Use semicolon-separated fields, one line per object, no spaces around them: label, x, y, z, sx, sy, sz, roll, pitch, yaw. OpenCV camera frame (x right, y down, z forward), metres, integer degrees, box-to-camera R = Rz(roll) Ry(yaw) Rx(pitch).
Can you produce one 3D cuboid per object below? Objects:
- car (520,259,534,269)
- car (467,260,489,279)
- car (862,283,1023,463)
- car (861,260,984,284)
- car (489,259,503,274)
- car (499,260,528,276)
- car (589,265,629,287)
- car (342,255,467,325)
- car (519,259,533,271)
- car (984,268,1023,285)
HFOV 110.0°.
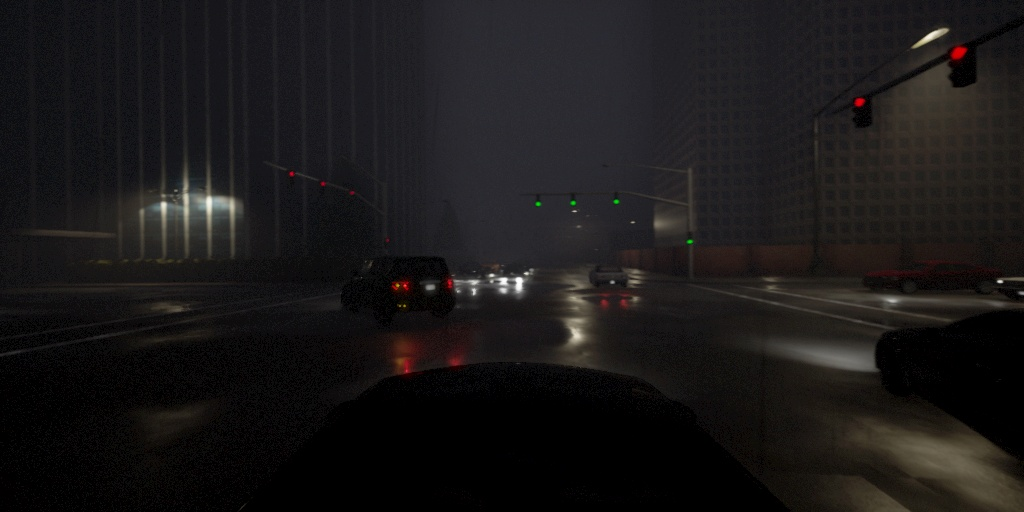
car;2.329;1.189;55.494;1.812;1.442;4.674;-1;0;6
car;-3.668;1.289;32.526;1.812;1.442;4.674;-1;0;6
car;5.374;1.206;3.266;1.812;1.442;4.674;-1;0;27
car;19.726;0.962;16.995;5.008;1.535;1.882;-1;0;6
car;-2.677;1.219;41.809;1.882;1.535;5.008;-1;0;6
car;0.212;1.312;35.927;1.895;1.301;4.718;-1;0;6
car;6.118;1.251;23.225;1.895;1.301;4.718;-1;0;6
car;-4.054;1.011;12.370;2.150;2.045;5.566;0;-1;-40
car;1.226;1.166;45.259;1.882;1.535;5.008;-1;0;6
car;21.426;1.068;13.288;4.718;1.301;1.895;-1;0;6
